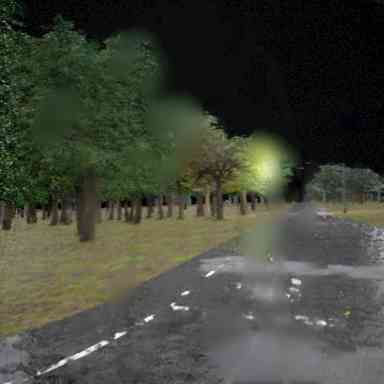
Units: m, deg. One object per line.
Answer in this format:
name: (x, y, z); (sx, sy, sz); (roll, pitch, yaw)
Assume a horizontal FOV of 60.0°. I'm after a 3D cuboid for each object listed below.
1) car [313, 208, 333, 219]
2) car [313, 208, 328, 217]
car: (16.621, 2.737, 41.911); (1.895, 1.301, 4.718); (-2, -3, 20)
car: (19.353, 3.087, 50.217); (1.895, 1.301, 4.718); (-2, -3, 18)
